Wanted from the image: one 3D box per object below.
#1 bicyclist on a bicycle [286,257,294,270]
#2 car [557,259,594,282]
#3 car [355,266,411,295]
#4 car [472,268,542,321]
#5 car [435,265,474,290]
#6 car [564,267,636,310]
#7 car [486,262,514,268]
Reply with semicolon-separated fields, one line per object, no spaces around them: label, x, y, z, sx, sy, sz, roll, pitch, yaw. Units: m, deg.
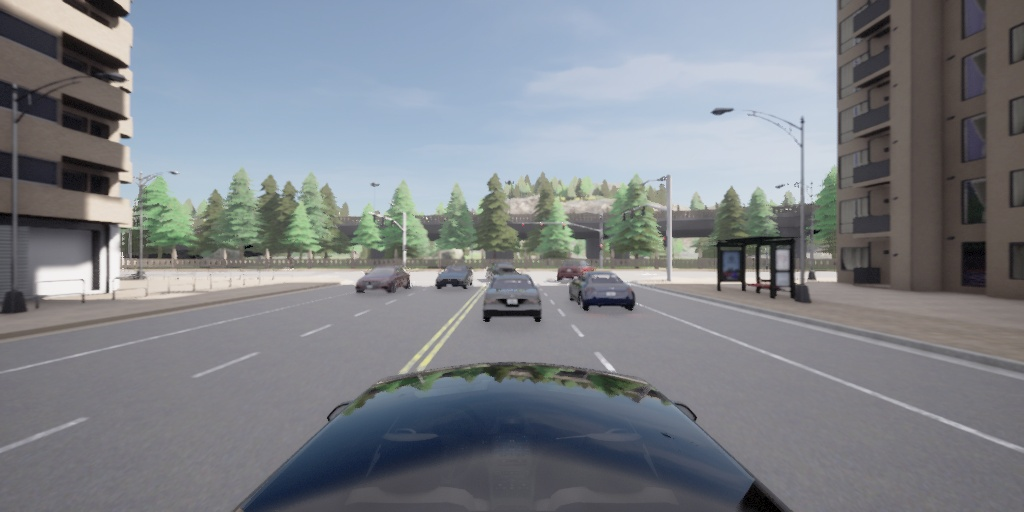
bicyclist on a bicycle;-29.463;1.017;47.677;0.582;1.620;1.656;0;0;1
car;5.380;1.104;28.920;2.097;1.767;4.553;0;0;30
car;-7.051;1.284;20.135;1.812;1.442;4.674;0;0;1
car;0.021;1.303;12.422;2.033;1.411;5.357;0;0;0
car;-3.522;1.308;22.972;2.033;1.411;5.357;0;0;0
car;3.544;1.321;14.759;1.994;1.385;4.181;0;0;1
car;-0.947;1.259;29.498;1.837;1.490;4.892;0;0;-14
